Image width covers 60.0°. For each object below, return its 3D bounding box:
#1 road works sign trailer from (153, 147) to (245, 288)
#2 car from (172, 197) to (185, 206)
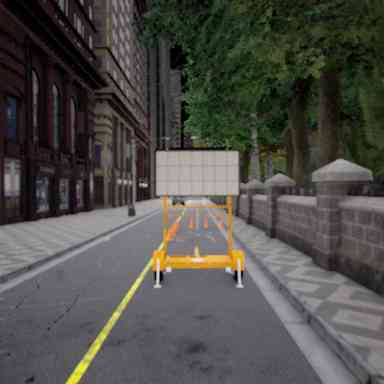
[{"bbox_3d":[0.155,0.537,9.481,2.380,3.560,2.880,0,0,0],"label":"road works sign trailer"},{"bbox_3d":[-2.357,1.500,58.877,2.150,2.045,5.566,0,0,1],"label":"car"}]
